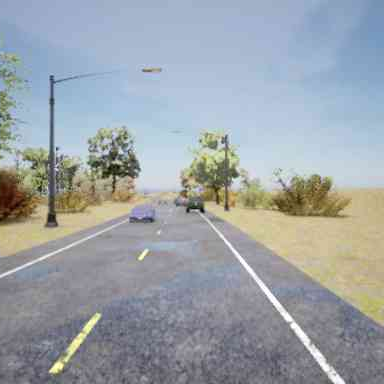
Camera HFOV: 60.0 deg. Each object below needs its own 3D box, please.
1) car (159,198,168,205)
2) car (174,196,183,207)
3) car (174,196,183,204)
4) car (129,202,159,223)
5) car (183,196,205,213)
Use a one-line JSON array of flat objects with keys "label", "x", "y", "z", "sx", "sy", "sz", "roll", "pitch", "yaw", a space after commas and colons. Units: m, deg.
[{"label": "car", "x": -5.986, "y": 1.961, "z": 68.754, "sx": 2.128, "sy": 1.511, "sz": 4.902, "roll": 0, "pitch": 0, "yaw": -4}, {"label": "car", "x": -1.911, "y": 1.984, "z": 61.189, "sx": 1.994, "sy": 1.385, "sz": 4.181, "roll": 0, "pitch": 0, "yaw": -4}, {"label": "car", "x": -3.226, "y": 1.826, "z": 78.380, "sx": 2.097, "sy": 1.767, "sz": 4.553, "roll": 0, "pitch": 0, "yaw": -5}, {"label": "car", "x": -3.977, "y": 1.730, "z": 27.410, "sx": 1.812, "sy": 1.442, "sz": 4.674, "roll": 0, "pitch": -1, "yaw": -2}, {"label": "car", "x": 0.363, "y": 1.509, "z": 41.170, "sx": 2.150, "sy": 2.045, "sz": 5.566, "roll": 0, "pitch": 0, "yaw": -2}]
